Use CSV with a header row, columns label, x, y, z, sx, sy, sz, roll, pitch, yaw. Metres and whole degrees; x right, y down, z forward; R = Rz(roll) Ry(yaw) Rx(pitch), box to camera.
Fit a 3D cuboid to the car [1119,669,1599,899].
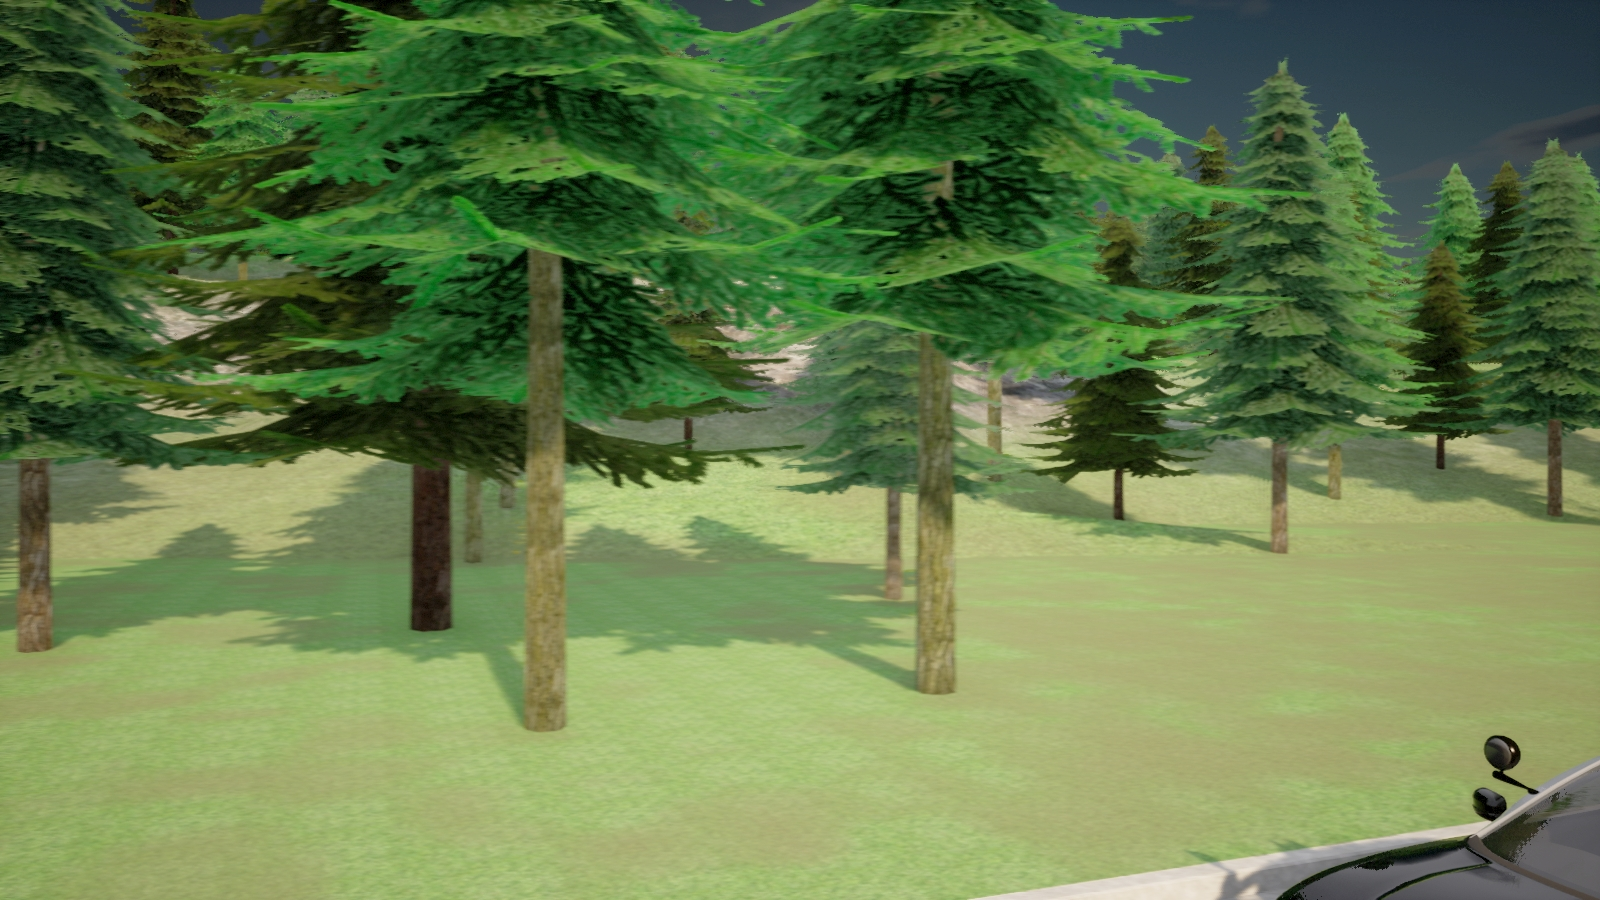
label,x,y,z,sx,sy,sz,roll,pitch,yaw
car,4.229,1.982,4.954,5.238,1.638,2.097,0,0,-20
